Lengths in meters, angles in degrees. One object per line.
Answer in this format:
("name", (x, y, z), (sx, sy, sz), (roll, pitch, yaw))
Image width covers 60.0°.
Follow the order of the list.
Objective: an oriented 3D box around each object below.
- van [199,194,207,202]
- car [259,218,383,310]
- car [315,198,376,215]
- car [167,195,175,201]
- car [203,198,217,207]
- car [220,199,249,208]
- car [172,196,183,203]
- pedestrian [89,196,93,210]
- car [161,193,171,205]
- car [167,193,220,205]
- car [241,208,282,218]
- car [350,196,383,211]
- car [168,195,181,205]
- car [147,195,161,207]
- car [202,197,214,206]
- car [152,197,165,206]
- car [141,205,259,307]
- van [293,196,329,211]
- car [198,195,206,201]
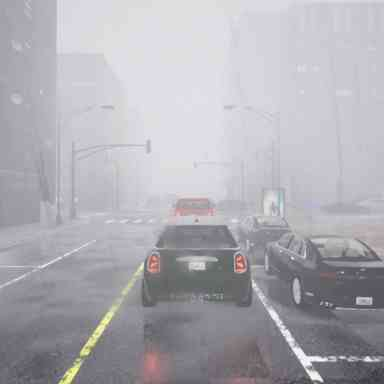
("van", (2.678, 1.370, 79.253), (1.690, 1.788, 3.998), (1, 0, 0))
("car", (2.828, 1.553, 7.634), (2.008, 1.369, 4.403), (1, 0, 0))
("car", (13.694, 1.412, 29.838), (4.206, 1.307, 1.802), (0, 0, 0))
("car", (-5.708, 1.600, 90.431), (1.947, 1.339, 4.313), (1, 0, 0))
("car", (2.684, 1.583, 51.396), (1.947, 1.339, 4.313), (1, 0, 0))
("car", (3.952, 1.527, 37.614), (4.892, 1.490, 1.837), (0, 1, 27))
("car", (-3.022, 1.551, 70.725), (2.128, 1.511, 4.902), (0, 0, 0))
("pedestrian", (-12.542, 1.346, 41.356), (0.375, 1.860, 0.375), (0, 0, 0))
("car", (-3.137, 1.239, 51.086), (2.150, 2.045, 5.566), (0, 0, 0))
("car", (0.082, 1.227, 17.601), (2.150, 2.045, 5.566), (0, 0, 0))
("car", (2.826, 1.554, 13.203), (2.008, 1.369, 4.403), (1, 0, 0))
("car", (19.373, 1.398, 35.609), (4.674, 1.442, 1.812), (0, -1, 1))
("car", (-3.088, 1.373, 60.655), (2.097, 1.767, 4.553), (0, 0, 0))
("car", (-5.692, 1.332, 51.434), (2.192, 1.841, 5.009), (1, 0, 0))
("car", (2.683, 1.601, 56.967), (1.802, 1.307, 4.206), (1, 0, 0))
("car", (-5.697, 1.564, 57.005), (1.887, 1.381, 4.507), (1, 0, 0))
("car", (0.098, 1.354, 8.130), (2.097, 1.767, 4.553), (0, 0, 0))
("van", (13.752, 1.295, 38.220), (3.998, 1.788, 1.690), (0, 0, 0))
("car", (2.672, 1.579, 90.394), (1.887, 1.381, 4.507), (1, 0, 0))
